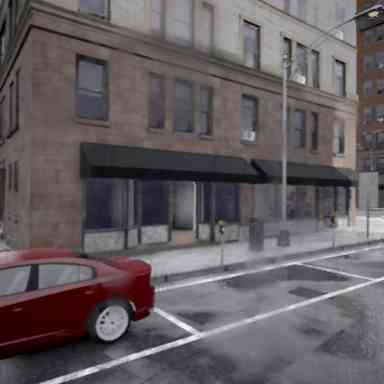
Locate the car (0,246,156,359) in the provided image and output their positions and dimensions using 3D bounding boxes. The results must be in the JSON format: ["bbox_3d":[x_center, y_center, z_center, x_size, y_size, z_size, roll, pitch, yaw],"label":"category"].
[{"bbox_3d":[-2.703,1.545,4.829,4.507,1.381,1.887,0,1,-35],"label":"car"}]
